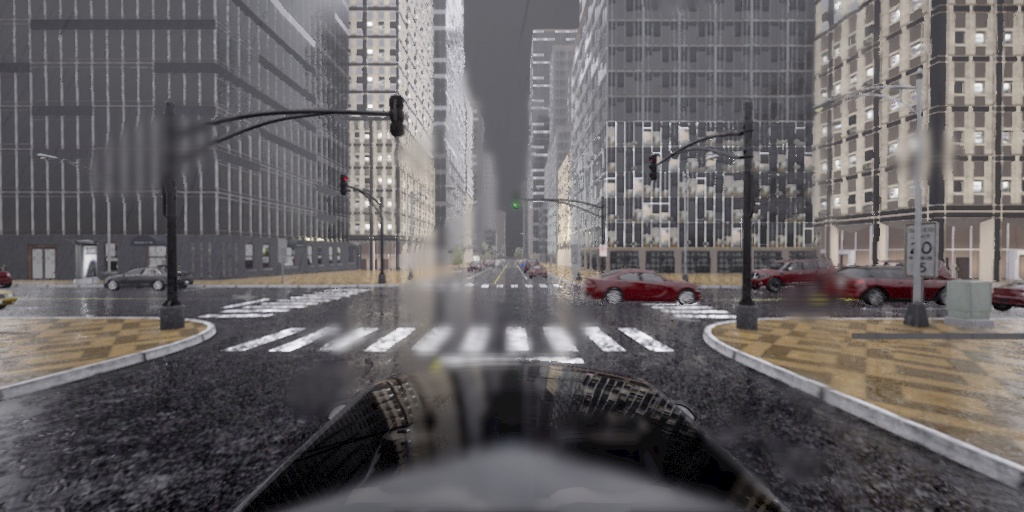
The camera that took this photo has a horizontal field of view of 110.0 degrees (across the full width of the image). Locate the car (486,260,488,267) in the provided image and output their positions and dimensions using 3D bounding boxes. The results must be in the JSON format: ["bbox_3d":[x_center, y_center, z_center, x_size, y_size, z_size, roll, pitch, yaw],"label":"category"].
[{"bbox_3d":[-5.318,1.635,57.545,1.802,1.307,4.207,0,0,0],"label":"car"}]

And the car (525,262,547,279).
[{"bbox_3d":[2.530,1.518,35.472,1.802,1.307,4.207,0,0,0],"label":"car"}]

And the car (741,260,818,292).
[{"bbox_3d":[16.560,1.139,21.339,5.009,1.841,2.192,0,0,0],"label":"car"}]

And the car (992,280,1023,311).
[{"bbox_3d":[20.180,1.485,13.208,4.207,1.307,1.802,0,0,0],"label":"car"}]

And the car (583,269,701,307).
[{"bbox_3d":[5.687,1.330,15.874,5.008,1.535,1.882,1,0,0],"label":"car"}]

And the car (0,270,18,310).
[{"bbox_3d":[-21.262,1.368,13.112,4.829,1.417,1.751,0,0,0],"label":"car"}]

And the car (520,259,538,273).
[{"bbox_3d":[2.551,1.310,46.521,2.192,1.841,5.009,0,0,0],"label":"car"}]

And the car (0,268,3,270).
[{"bbox_3d":[-32.566,1.192,21.154,4.097,1.591,1.967,0,0,0],"label":"car"}]

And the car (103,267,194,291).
[{"bbox_3d":[-21.450,1.320,21.251,4.403,1.370,2.007,0,0,0],"label":"car"}]

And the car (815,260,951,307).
[{"bbox_3d":[16.708,1.226,15.886,4.553,1.767,2.097,0,1,0],"label":"car"}]

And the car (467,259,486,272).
[{"bbox_3d":[-5.318,1.464,52.021,1.967,1.591,4.097,0,0,0],"label":"car"}]
